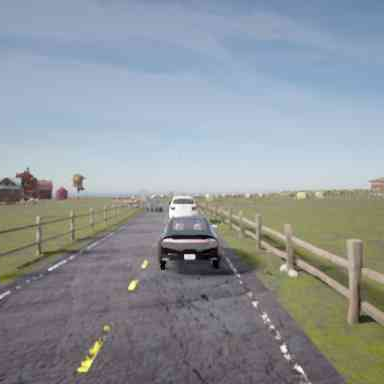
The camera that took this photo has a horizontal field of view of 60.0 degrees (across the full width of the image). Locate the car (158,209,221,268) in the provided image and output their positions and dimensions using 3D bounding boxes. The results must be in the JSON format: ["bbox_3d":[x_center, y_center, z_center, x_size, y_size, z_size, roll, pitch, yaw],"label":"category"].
[{"bbox_3d":[-0.111,1.575,11.527,2.128,1.511,4.902,0,0,-1],"label":"car"}]

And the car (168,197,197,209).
[{"bbox_3d":[-0.757,1.418,27.396,2.150,2.045,5.566,0,-1,-3],"label":"car"}]

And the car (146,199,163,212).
[{"bbox_3d":[-4.884,1.682,43.510,2.097,1.767,4.553,0,-1,-5],"label":"car"}]
